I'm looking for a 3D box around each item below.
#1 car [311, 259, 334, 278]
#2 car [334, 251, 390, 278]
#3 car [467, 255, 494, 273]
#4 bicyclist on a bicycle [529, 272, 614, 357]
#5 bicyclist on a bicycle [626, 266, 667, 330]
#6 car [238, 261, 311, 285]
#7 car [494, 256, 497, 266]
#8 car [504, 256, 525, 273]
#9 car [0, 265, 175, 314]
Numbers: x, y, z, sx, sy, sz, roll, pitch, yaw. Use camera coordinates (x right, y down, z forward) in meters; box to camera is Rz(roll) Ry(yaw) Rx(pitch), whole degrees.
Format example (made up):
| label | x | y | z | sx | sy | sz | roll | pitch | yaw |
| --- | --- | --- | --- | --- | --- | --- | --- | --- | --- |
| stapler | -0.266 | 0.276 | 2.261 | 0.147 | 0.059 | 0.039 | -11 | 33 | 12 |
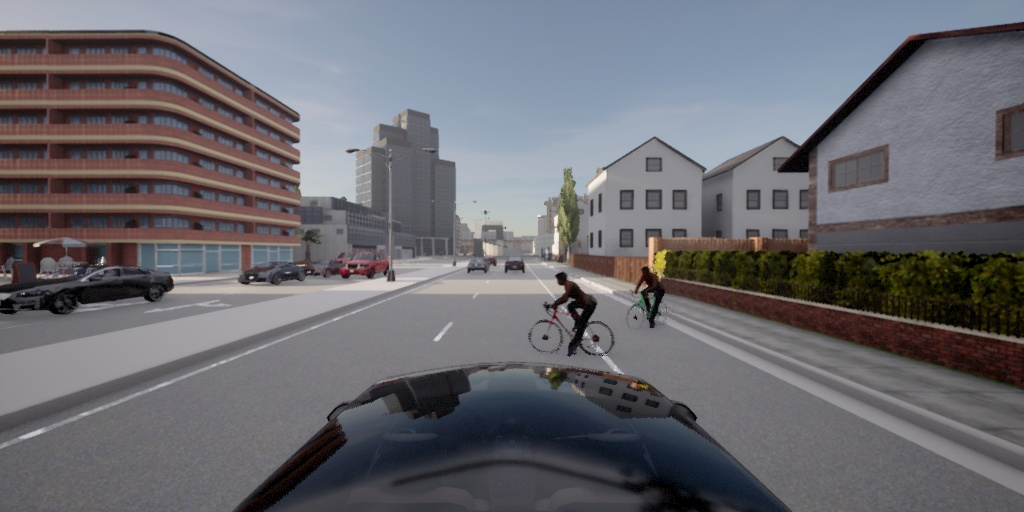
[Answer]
| label | x | y | z | sx | sy | sz | roll | pitch | yaw |
| --- | --- | --- | --- | --- | --- | --- | --- | --- | --- |
| car | -14.821 | 0.973 | 28.217 | 1.994 | 1.385 | 4.181 | 0 | 1 | 0 |
| car | -11.321 | 0.678 | 28.158 | 2.150 | 2.045 | 5.566 | 0 | 1 | 0 |
| car | -3.220 | 0.863 | 35.047 | 2.033 | 1.411 | 5.357 | 0 | 1 | 1 |
| bicyclist on a bicycle | 1.130 | 1.136 | 6.957 | 1.656 | 1.620 | 0.582 | -1 | 1 | 13 |
| bicyclist on a bicycle | 3.552 | 1.084 | 9.339 | 1.656 | 1.620 | 0.582 | 0 | 3 | -32 |
| car | -14.963 | 1.031 | 22.557 | 1.994 | 1.385 | 4.181 | 0 | 1 | 0 |
| car | -3.106 | 0.599 | 50.032 | 1.882 | 1.535 | 5.008 | 0 | 0 | 1 |
| car | 0.282 | 0.793 | 35.220 | 1.882 | 1.535 | 5.008 | 0 | 1 | 1 |
| car | -15.032 | 1.084 | 12.879 | 2.128 | 1.511 | 4.902 | 0 | 1 | 0 |
